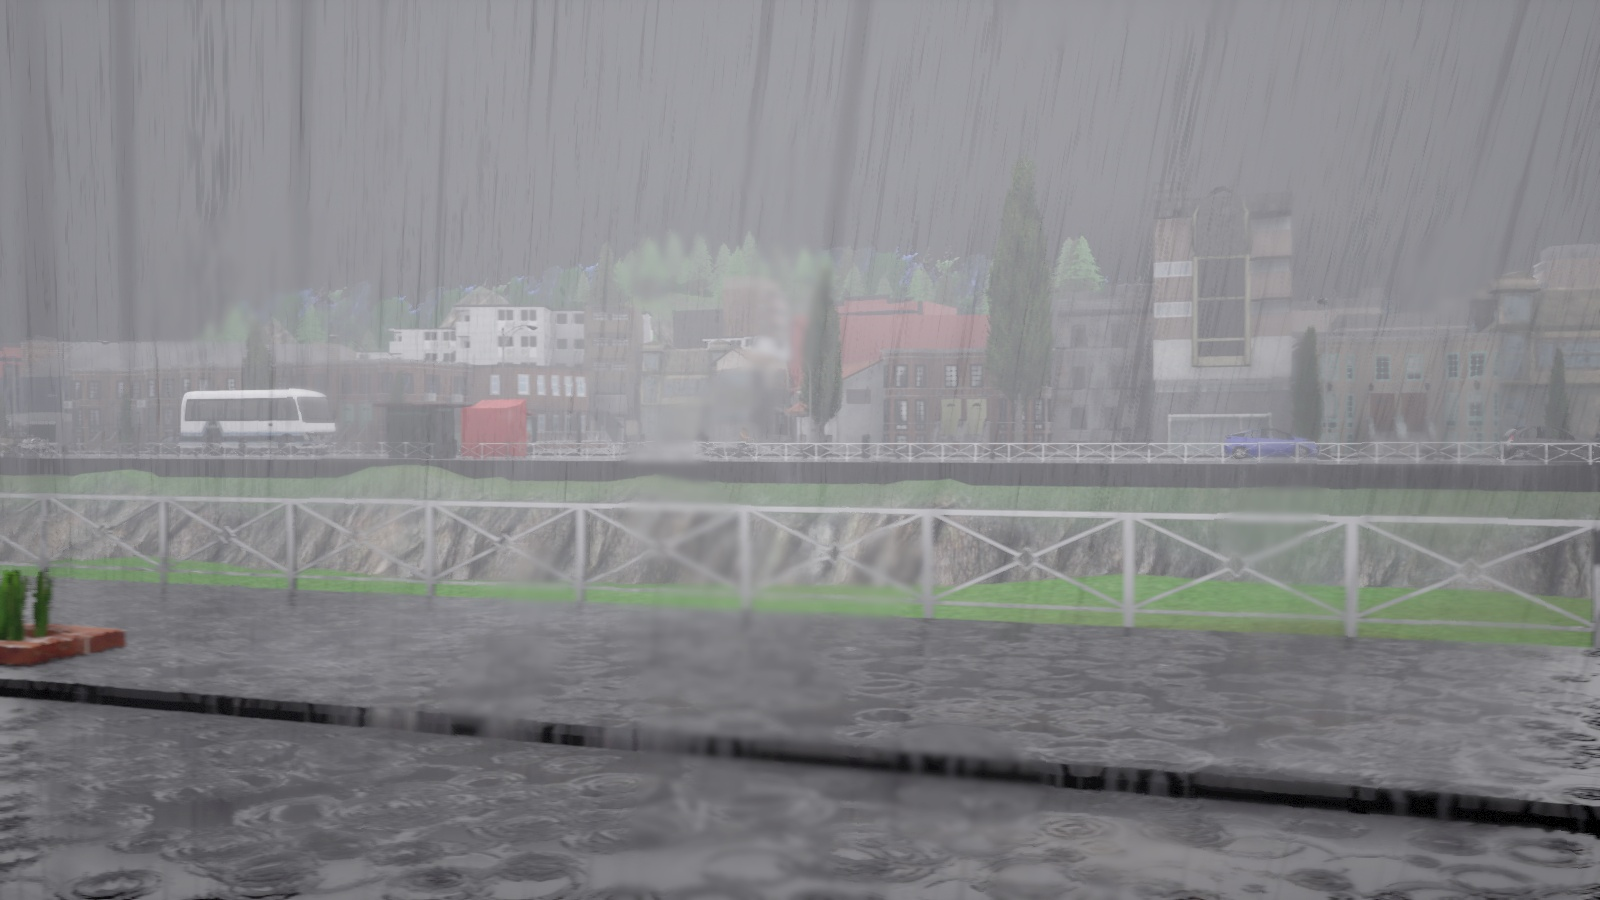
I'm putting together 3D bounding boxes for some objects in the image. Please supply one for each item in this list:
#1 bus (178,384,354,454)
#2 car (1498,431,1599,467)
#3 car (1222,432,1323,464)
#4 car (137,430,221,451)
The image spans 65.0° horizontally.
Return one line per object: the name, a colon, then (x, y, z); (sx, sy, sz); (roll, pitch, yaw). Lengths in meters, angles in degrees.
bus: (-34.126, -1.964, 80.276); (10.273, 4.253, 3.944); (1, 1, 19)
car: (34.303, -0.064, 57.294); (3.988, 1.617, 1.851); (1, 1, 19)
car: (22.940, -0.119, 61.115); (4.514, 1.525, 2.007); (1, 1, 19)
car: (-43.348, -0.692, 87.615); (5.357, 1.411, 2.033); (1, 1, 19)
